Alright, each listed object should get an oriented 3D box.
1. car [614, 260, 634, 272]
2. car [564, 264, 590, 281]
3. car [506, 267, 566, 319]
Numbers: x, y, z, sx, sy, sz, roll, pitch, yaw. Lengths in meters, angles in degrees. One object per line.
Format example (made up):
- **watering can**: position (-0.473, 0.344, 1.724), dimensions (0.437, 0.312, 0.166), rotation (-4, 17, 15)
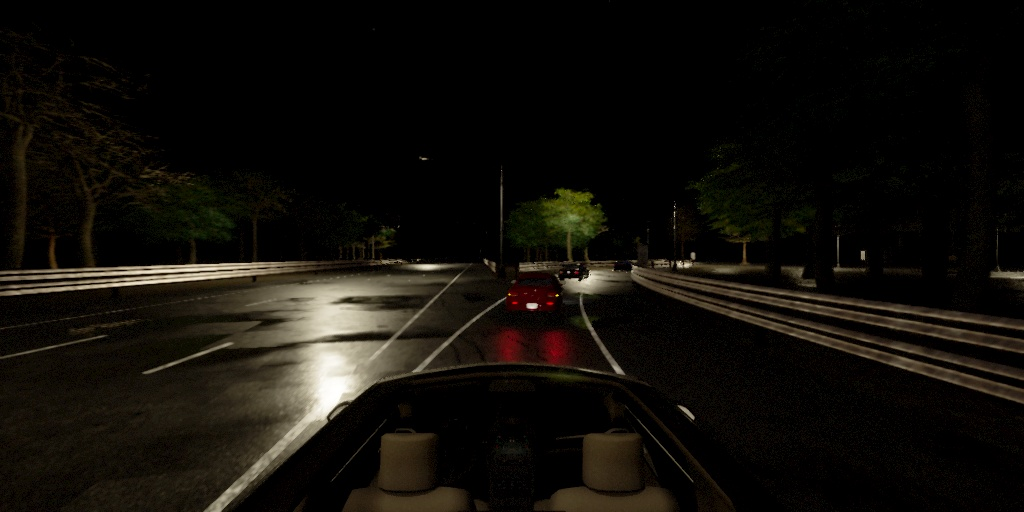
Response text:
- **car**: position (15.983, 1.359, 50.513), dimensions (1.882, 1.535, 5.008), rotation (0, 0, 35)
- **car**: position (5.377, 1.357, 30.713), dimensions (2.033, 1.411, 5.357), rotation (0, 0, 21)
- **car**: position (0.914, 1.301, 12.802), dimensions (1.812, 1.442, 4.674), rotation (0, 0, 8)
